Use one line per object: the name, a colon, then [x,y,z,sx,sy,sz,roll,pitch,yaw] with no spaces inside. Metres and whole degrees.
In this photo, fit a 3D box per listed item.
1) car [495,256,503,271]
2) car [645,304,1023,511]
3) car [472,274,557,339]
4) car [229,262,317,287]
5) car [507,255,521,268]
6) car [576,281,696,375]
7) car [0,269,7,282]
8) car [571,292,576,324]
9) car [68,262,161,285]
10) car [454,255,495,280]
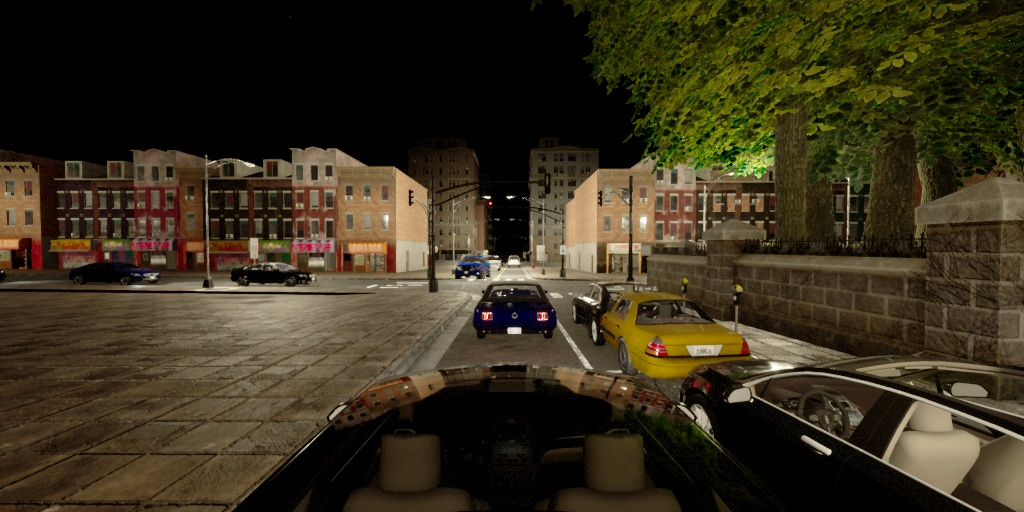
car: [-2.692,0.992,48.534,2.150,2.045,5.566,0,0,-1]
car: [2.637,1.300,2.127,2.007,1.370,4.403,0,0,0]
car: [0.072,1.349,10.066,1.895,1.301,4.718,0,0,0]
car: [-15.035,1.160,22.721,4.902,1.511,2.128,1,1,0]
car: [0.380,1.012,63.734,2.150,2.045,5.566,0,0,0]
car: [2.684,1.274,7.289,1.751,1.417,4.829,0,0,0]
car: [-35.283,0.969,22.768,4.674,1.442,1.812,1,1,1]
car: [2.658,1.299,9.262,2.007,1.370,4.403,0,0,0]
car: [-25.140,1.083,22.741,4.674,1.442,1.812,1,1,0]
car: [-3.251,0.968,31.052,2.150,2.045,5.566,0,0,8]
